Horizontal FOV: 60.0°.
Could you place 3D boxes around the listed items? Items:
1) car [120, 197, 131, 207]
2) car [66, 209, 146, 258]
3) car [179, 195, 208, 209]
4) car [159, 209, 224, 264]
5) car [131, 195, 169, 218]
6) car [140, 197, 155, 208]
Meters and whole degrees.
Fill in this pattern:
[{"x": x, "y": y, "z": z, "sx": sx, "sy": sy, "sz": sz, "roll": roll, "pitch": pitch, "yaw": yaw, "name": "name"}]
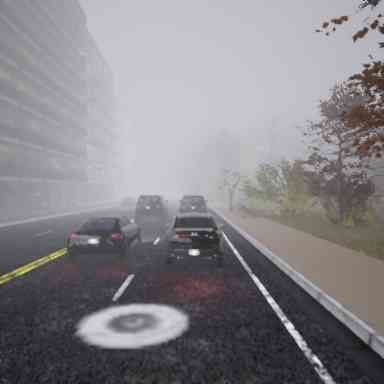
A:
[{"x": -9.909, "y": 1.492, "z": 51.651, "sx": 1.882, "sy": 1.535, "sz": 5.008, "roll": 0, "pitch": 0, "yaw": -1, "name": "car"}, {"x": -3.165, "y": 1.562, "z": 12.703, "sx": 1.994, "sy": 1.385, "sz": 4.181, "roll": 0, "pitch": 0, "yaw": 0, "name": "car"}, {"x": 0.102, "y": 1.229, "z": 26.839, "sx": 2.150, "sy": 2.045, "sz": 5.566, "roll": 0, "pitch": 0, "yaw": 1, "name": "car"}, {"x": 0.079, "y": 1.501, "z": 11.736, "sx": 1.837, "sy": 1.490, "sz": 4.892, "roll": 0, "pitch": -1, "yaw": 0, "name": "car"}, {"x": -3.149, "y": 1.228, "z": 26.800, "sx": 2.150, "sy": 2.045, "sz": 5.566, "roll": 0, "pitch": 0, "yaw": 1, "name": "car"}, {"x": -6.643, "y": 1.540, "z": 50.040, "sx": 1.812, "sy": 1.442, "sz": 4.674, "roll": 0, "pitch": 0, "yaw": -1, "name": "car"}]
